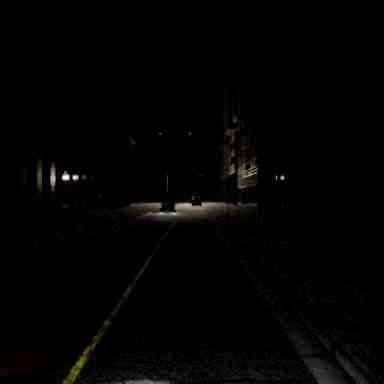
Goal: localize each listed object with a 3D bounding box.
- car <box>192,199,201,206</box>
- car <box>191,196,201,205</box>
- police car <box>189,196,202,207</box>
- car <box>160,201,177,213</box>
[{"bbox_3d":[0.940,2.251,74.183,1.812,1.442,4.674,0,-1,0],"label":"car"},{"bbox_3d":[0.944,2.017,80.216,2.150,2.045,5.566,0,-1,0],"label":"car"},{"bbox_3d":[0.935,2.046,64.293,1.930,1.638,5.238,0,-1,0],"label":"police car"},{"bbox_3d":[-3.066,1.935,43.096,1.812,1.442,4.674,0,0,0],"label":"car"}]
